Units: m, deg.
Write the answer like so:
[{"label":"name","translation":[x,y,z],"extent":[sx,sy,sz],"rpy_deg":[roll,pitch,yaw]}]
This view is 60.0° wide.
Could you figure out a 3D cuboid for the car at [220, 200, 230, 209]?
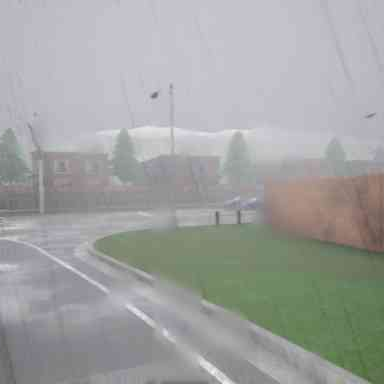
[{"label":"car","translation":[5.320,1.124,35.590],"extent":[4.674,1.442,1.812],"rpy_deg":[-2,1,-22]}]

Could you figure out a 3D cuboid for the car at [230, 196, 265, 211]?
[{"label":"car","translation":[6.448,1.138,32.273],"extent":[4.674,1.442,1.812],"rpy_deg":[-2,1,-22]}]
